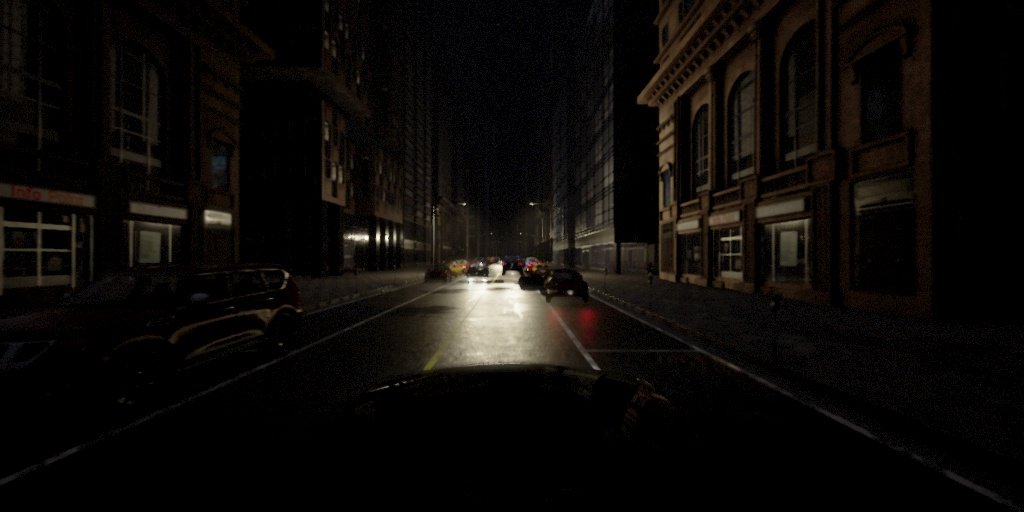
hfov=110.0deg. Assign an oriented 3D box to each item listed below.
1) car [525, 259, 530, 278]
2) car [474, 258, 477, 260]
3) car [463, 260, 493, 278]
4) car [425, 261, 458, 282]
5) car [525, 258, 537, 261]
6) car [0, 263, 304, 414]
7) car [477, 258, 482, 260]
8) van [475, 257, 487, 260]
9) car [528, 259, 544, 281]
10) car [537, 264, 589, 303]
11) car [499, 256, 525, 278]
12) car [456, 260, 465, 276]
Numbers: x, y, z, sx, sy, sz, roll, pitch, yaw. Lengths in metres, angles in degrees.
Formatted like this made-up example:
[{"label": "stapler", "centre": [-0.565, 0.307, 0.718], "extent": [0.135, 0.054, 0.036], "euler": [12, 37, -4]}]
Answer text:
[{"label": "car", "centre": [2.765, 1.307, 39.837], "extent": [1.888, 1.381, 4.507], "euler": [0, 0, 0]}, {"label": "car", "centre": [-5.760, 1.308, 45.430], "extent": [1.888, 1.381, 4.507], "euler": [0, 0, 0]}, {"label": "car", "centre": [-3.091, 1.323, 33.503], "extent": [1.994, 1.385, 4.181], "euler": [0, 0, 0]}, {"label": "car", "centre": [-5.761, 1.339, 28.625], "extent": [1.802, 1.307, 4.207], "euler": [0, 0, 0]}, {"label": "car", "centre": [2.765, 1.309, 45.438], "extent": [1.888, 1.381, 4.507], "euler": [0, 0, 0]}, {"label": "car", "centre": [-5.762, 1.065, 6.218], "extent": [2.192, 1.841, 5.009], "euler": [0, 0, 0]}, {"label": "car", "centre": [-5.760, 1.310, 51.032], "extent": [1.888, 1.381, 4.507], "euler": [0, 0, 0]}, {"label": "van", "centre": [-5.759, 1.110, 62.236], "extent": [1.690, 1.789, 3.998], "euler": [0, 0, 0]}, {"label": "car", "centre": [2.765, 1.285, 34.404], "extent": [1.751, 1.417, 4.829], "euler": [0, 0, 0]}, {"label": "car", "centre": [2.353, 1.280, 16.710], "extent": [1.812, 1.442, 4.674], "euler": [0, 0, 0]}, {"label": "car", "centre": [0.035, 0.986, 39.219], "extent": [2.150, 2.045, 5.566], "euler": [0, 0, 0]}, {"label": "car", "centre": [-5.761, 1.284, 34.057], "extent": [1.751, 1.417, 4.829], "euler": [0, 0, 0]}]
